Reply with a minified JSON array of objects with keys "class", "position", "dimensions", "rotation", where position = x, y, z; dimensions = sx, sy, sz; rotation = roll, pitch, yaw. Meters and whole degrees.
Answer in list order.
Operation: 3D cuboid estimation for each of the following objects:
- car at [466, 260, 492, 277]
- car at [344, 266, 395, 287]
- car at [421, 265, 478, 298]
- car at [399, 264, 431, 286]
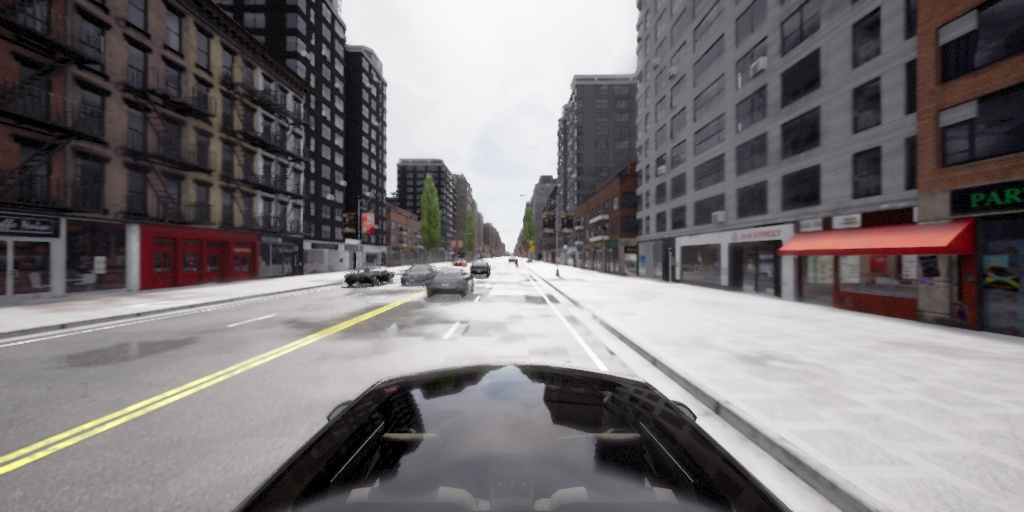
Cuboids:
[{"class":"car","position":[-3.146,1.291,36.571],"dimensions":[1.882,1.535,5.008],"rotation":[0,0,0]},{"class":"car","position":[-9.846,1.396,25.076],"dimensions":[1.895,1.301,4.718],"rotation":[0,0,0]},{"class":"car","position":[-3.147,1.348,18.939],"dimensions":[1.994,1.385,4.181],"rotation":[0,0,0]},{"class":"car","position":[-6.595,1.323,25.957],"dimensions":[1.812,1.442,4.674],"rotation":[0,0,0]}]
